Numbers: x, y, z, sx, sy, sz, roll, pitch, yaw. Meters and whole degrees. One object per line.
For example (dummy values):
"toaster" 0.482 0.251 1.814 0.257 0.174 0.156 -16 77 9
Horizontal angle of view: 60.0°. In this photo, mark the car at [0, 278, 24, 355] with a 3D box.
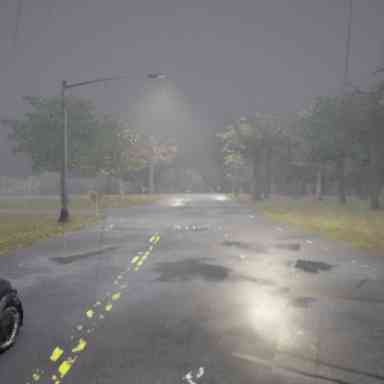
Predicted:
"car" -3.500 1.560 3.263 1.994 1.385 4.181 0 0 0
